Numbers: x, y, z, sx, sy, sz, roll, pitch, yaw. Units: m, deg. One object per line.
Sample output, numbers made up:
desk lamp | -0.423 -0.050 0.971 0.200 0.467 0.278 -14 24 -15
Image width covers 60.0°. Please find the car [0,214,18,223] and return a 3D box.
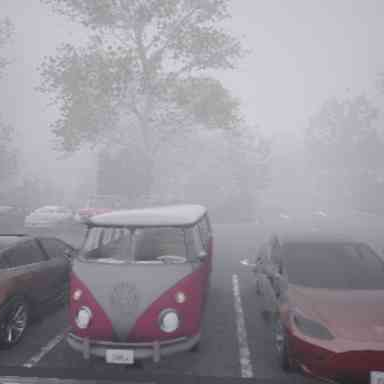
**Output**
car | -6.147 1.486 6.720 1.946 1.575 5.366 0 0 5

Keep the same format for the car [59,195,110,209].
car | -5.175 1.237 19.550 2.435 2.045 5.566 0 0 5

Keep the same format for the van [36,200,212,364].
van | -0.593 1.247 5.898 1.878 1.987 4.442 0 0 5

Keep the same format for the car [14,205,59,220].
car | -8.066 1.538 19.846 2.002 1.452 4.674 0 0 5

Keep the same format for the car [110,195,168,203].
car | -2.524 1.229 19.303 2.435 2.045 5.566 0 0 5

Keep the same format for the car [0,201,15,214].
car | -10.716 1.510 20.091 2.097 1.535 5.008 0 0 5

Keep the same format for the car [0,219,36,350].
car | -3.370 1.511 6.303 2.163 1.488 4.792 0 0 5

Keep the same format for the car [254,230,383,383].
car | 2.207 1.495 5.724 2.163 1.488 4.792 0 0 5

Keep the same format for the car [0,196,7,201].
car | -13.494 1.271 20.328 2.435 2.045 5.566 0 0 5

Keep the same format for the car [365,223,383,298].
car | 4.998 1.487 5.463 2.163 1.488 4.792 0 0 5
